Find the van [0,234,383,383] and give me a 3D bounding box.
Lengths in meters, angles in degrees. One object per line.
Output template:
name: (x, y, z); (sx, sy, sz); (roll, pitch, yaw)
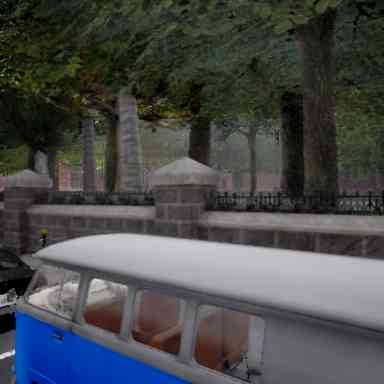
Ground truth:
van: (0.113, 1.340, 2.746); (3.998, 1.788, 1.690); (0, -1, 36)
